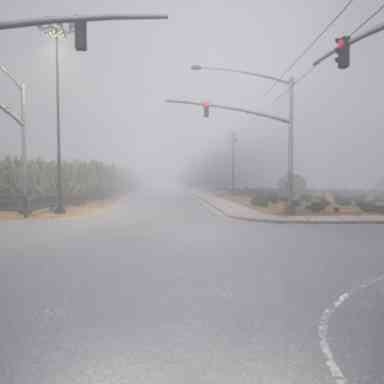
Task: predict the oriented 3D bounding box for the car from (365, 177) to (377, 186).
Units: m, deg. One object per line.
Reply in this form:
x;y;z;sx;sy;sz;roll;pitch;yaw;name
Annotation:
42.074;-2.393;77.735;1.905;1.878;3.866;10;10;41;car
